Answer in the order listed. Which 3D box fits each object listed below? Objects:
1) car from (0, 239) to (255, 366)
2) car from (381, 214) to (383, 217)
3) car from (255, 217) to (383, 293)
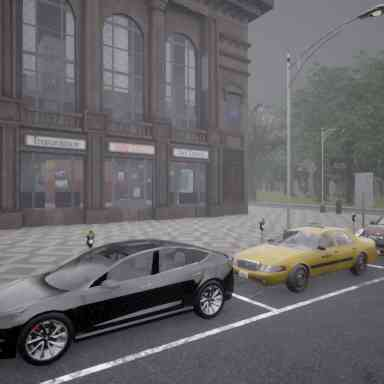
[{"bbox_3d":[-1.171,1.566,5.817,4.313,1.339,1.947,0,0,-36],"label":"car"},{"bbox_3d":[7.675,1.443,12.142,4.097,1.590,1.967,0,0,-36],"label":"car"},{"bbox_3d":[3.114,1.526,8.881,4.829,1.417,1.752,0,0,-36],"label":"car"}]
